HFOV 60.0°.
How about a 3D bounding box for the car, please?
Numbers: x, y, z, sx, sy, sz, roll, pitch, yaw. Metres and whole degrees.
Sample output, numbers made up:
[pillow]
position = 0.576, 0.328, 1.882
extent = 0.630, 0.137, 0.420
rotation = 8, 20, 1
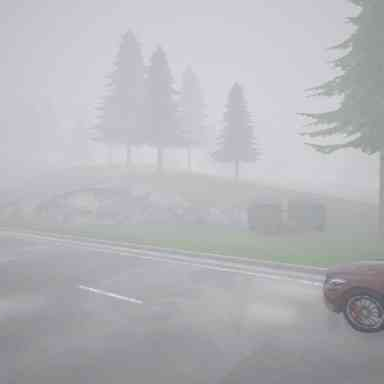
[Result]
[car]
position = 4.505, 1.526, 5.079
extent = 4.674, 1.442, 1.812
rotation = 0, 0, 35
